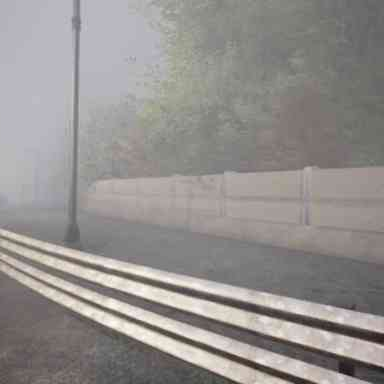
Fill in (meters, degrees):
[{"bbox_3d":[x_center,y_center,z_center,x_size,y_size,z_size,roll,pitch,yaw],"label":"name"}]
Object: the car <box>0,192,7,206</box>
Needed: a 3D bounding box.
[{"bbox_3d":[-27.427,0.863,45.967,2.150,2.045,5.566,1,0,-26],"label":"car"}]
